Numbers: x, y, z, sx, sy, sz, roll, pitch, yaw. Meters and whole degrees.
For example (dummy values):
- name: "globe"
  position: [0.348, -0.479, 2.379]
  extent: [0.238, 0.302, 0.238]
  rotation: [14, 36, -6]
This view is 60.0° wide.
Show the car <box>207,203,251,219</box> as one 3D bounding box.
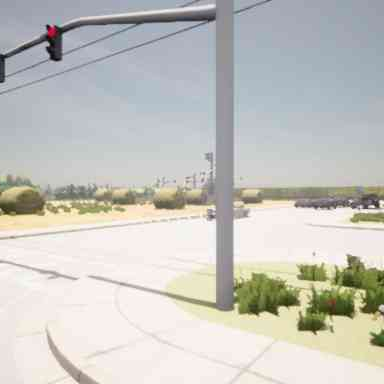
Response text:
- name: "car"
  position: [3.195, 1.590, 28.311]
  extent: [1.895, 1.301, 4.718]
  rotation: [0, 0, 34]

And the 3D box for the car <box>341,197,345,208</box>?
- name: "car"
  position: [21.959, 1.495, 49.293]
  extent: [1.837, 1.490, 4.892]
  rotation: [0, 0, 35]

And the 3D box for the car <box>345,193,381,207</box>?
- name: "car"
  position: [21.299, 1.129, 40.986]
  extent: [1.905, 1.878, 3.866]
  rotation: [-6, -1, -8]

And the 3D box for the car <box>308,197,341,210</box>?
- name: "car"
  position: [16.502, 1.429, 41.280]
  extent: [2.128, 1.511, 4.902]
  rotation: [-1, -1, 35]

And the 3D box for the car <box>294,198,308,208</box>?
- name: "car"
  position: [15.705, 1.551, 46.386]
  extent: [1.994, 1.385, 4.181]
  rotation: [0, -1, 35]
